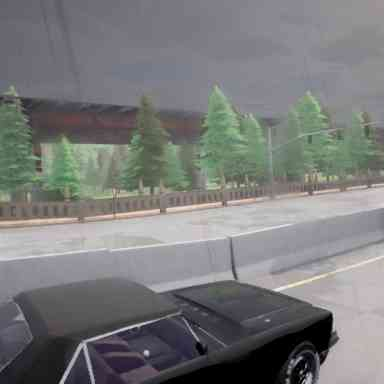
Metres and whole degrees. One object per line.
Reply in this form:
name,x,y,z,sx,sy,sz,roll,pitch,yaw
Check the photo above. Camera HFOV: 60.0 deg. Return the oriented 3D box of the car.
car,-0.603,1.594,3.319,4.718,1.301,1.895,-1,0,-36
